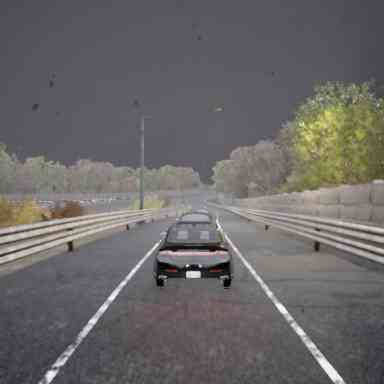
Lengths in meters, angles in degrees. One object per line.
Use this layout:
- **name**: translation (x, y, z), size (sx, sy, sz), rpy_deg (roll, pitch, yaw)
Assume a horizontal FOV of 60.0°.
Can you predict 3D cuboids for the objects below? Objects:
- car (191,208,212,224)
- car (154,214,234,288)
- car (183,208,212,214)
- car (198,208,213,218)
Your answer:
- **car**: translation (1.024, 2.414, 34.062), size (2.033, 1.411, 5.357), rpy_deg (0, -2, 2)
- **car**: translation (0.059, 1.575, 9.455), size (2.128, 1.511, 4.902), rpy_deg (0, -1, 1)
- **car**: translation (0.185, 1.730, 16.425), size (1.882, 1.535, 5.008), rpy_deg (0, -2, 1)
- **car**: translation (1.933, 2.930, 47.152), size (1.895, 1.301, 4.718), rpy_deg (0, -2, 4)
